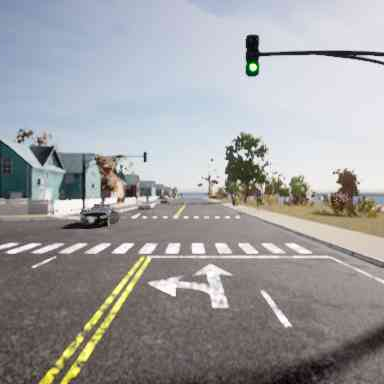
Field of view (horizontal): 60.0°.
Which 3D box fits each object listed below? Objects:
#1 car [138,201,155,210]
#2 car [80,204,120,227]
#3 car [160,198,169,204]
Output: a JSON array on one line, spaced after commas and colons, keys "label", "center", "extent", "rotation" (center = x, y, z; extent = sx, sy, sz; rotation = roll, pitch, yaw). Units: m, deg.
[{"label": "car", "center": [-6.432, 1.897, 47.050], "extent": [1.895, 1.301, 4.718], "rotation": [0, 0, 0]}, {"label": "car", "center": [-6.451, 1.628, 23.816], "extent": [2.128, 1.511, 4.902], "rotation": [1, -1, 0]}, {"label": "car", "center": [-6.387, 2.030, 77.639], "extent": [2.033, 1.411, 5.357], "rotation": [0, 0, 0]}]
